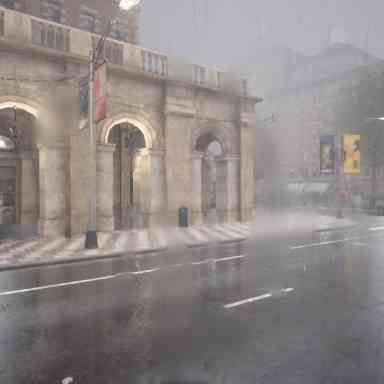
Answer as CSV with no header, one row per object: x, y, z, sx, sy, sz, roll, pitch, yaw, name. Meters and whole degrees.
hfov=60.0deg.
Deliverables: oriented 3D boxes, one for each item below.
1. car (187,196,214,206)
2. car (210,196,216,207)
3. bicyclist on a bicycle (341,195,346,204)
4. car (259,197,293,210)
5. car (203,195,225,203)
1.373,1.492,57.797,2.128,1.511,4.902,0,0,-36,car
1.428,1.595,46.360,1.895,1.301,4.718,0,0,-36,car
26.016,1.300,56.959,1.656,1.620,0.582,0,0,-36,bicyclist on a bicycle
11.130,1.504,44.299,1.837,1.490,4.892,0,0,-36,car
4.709,1.518,72.949,2.128,1.511,4.902,0,0,-36,car
